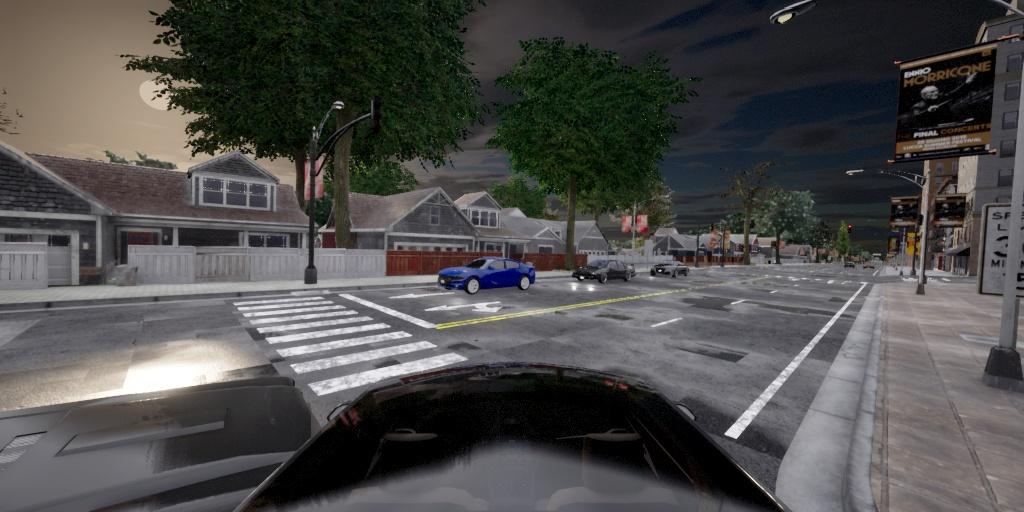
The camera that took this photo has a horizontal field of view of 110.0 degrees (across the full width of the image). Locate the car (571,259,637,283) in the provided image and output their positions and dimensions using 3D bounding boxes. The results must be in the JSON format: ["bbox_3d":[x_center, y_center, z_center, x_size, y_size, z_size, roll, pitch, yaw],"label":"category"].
[{"bbox_3d":[6.153,0.935,23.411,5.357,1.411,2.033,1,2,-44],"label":"car"}]

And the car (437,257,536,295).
[{"bbox_3d":[-1.046,0.797,16.525,5.008,1.535,1.882,0,2,-44],"label":"car"}]

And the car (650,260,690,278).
[{"bbox_3d":[13.383,1.023,30.298,4.181,1.385,1.994,1,2,-44],"label":"car"}]

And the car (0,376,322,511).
[{"bbox_3d":[-3.315,1.281,1.351,4.718,1.301,1.895,1,2,-34],"label":"car"}]
